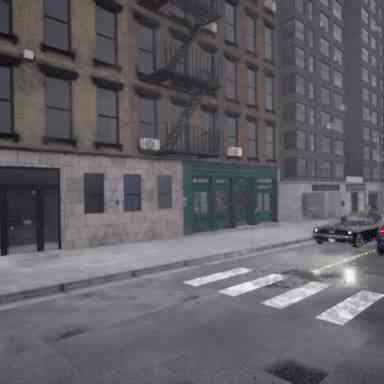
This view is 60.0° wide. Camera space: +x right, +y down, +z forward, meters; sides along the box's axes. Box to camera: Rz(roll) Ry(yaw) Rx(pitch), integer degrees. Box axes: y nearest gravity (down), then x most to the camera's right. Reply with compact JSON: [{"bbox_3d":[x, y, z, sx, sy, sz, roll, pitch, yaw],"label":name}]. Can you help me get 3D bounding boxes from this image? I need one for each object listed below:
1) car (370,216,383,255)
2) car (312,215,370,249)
[{"bbox_3d":[9.037,1.507,13.128,4.553,1.767,2.097,1,-1,-45],"label":"car"},{"bbox_3d":[7.574,1.792,15.824,4.718,1.301,1.895,1,-1,-45],"label":"car"}]
